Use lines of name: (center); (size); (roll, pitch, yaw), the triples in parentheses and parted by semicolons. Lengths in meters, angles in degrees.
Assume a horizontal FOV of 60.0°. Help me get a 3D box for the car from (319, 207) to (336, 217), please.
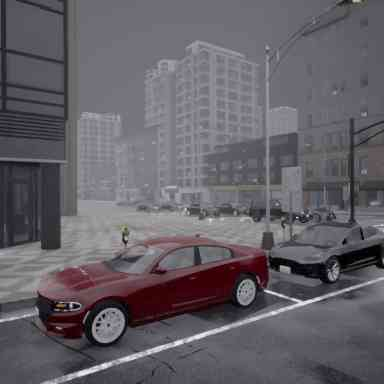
car: (10.126, 1.790, 28.521); (1.994, 1.385, 4.181); (0, -1, -36)

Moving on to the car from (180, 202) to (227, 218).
car: (1.122, 1.887, 35.624); (1.837, 1.490, 4.892); (0, -1, -35)

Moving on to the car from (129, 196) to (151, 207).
car: (-10.320, 1.926, 68.998); (2.150, 2.045, 5.566); (0, 0, -35)

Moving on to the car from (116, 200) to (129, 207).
car: (-13.858, 2.283, 68.377); (2.033, 1.411, 5.357); (0, 0, -35)

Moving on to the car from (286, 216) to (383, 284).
car: (4.099, 1.564, 9.576); (4.313, 1.339, 1.947); (0, 0, -35)

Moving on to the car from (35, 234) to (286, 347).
car: (-0.496, 1.544, 6.299); (4.507, 1.381, 1.887); (0, 0, -35)

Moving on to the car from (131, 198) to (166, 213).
car: (-6.039, 2.019, 45.755); (2.128, 1.511, 4.902); (0, 0, -35)

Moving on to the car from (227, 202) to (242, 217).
car: (4.407, 1.857, 36.603); (1.837, 1.490, 4.892); (0, 0, -36)

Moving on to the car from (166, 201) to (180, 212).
car: (-2.909, 1.997, 46.964); (2.128, 1.511, 4.902); (0, -1, -35)

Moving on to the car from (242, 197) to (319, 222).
car: (7.073, 1.473, 27.208); (2.150, 2.045, 5.566); (0, -1, -35)
